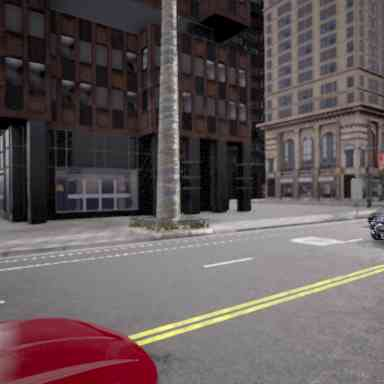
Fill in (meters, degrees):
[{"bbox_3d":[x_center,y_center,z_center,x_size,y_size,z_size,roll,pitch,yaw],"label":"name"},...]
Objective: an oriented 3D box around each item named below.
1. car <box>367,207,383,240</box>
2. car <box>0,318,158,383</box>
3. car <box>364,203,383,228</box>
[{"bbox_3d":[10.000,1.250,14.960,4.553,1.767,2.097,-1,0,-36],"label":"car"},{"bbox_3d":[-2.512,1.494,1.713,5.008,1.535,1.882,0,0,-36],"label":"car"},{"bbox_3d":[13.467,1.408,21.440,5.357,1.411,2.033,0,0,-36],"label":"car"}]
